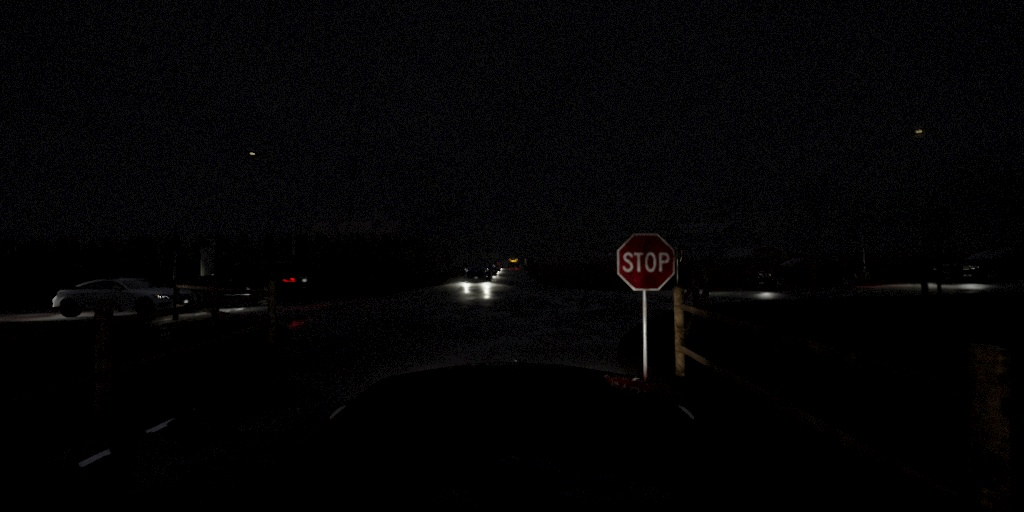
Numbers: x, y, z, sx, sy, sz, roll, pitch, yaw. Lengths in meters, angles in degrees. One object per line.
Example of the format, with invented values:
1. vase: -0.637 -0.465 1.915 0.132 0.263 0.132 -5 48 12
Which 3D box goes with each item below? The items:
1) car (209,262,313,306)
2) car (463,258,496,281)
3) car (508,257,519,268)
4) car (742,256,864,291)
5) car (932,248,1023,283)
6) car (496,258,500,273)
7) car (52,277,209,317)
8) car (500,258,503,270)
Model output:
1. car: -12.720 1.345 17.405 5.566 2.045 2.150 -1 -3 2
2. car: -2.750 1.093 29.757 2.097 1.767 4.553 0 0 0
3. car: 0.216 1.325 61.662 1.895 1.301 4.718 0 0 0
4. car: 13.771 0.782 17.175 5.008 1.535 1.882 -2 -2 -1
5. car: 23.272 0.420 17.175 5.008 1.535 1.882 -2 -2 0
6. car: -2.704 1.086 39.335 2.097 1.767 4.553 0 0 0
7. car: -15.342 1.592 14.328 4.674 1.442 1.812 -1 -2 0
8. car: -2.660 1.081 49.017 2.097 1.767 4.553 0 0 0
